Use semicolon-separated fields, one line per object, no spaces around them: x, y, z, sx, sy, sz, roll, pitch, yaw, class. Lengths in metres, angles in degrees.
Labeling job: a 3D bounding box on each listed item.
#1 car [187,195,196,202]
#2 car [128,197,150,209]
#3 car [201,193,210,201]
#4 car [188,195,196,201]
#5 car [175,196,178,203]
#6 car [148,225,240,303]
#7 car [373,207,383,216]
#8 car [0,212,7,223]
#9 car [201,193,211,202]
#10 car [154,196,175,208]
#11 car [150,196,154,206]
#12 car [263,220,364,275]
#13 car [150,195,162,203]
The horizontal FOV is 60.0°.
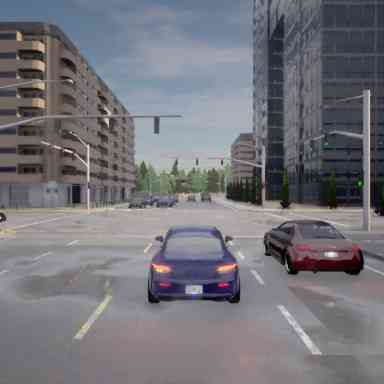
-0.144;1.540;77.420;2.033;1.411;5.357;0;0;1;car
-7.495;1.505;46.012;1.837;1.490;4.892;0;0;1;car
3.468;1.225;87.790;2.150;2.045;5.566;0;0;1;car
-0.033;1.525;87.763;2.128;1.511;4.902;0;0;1;car
-3.929;1.525;58.460;1.812;1.442;4.674;0;0;1;car
0.048;1.526;8.062;1.812;1.442;4.674;0;0;0;car
19.462;1.656;30.665;4.718;1.301;1.895;0;0;0;car
-15.348;1.619;23.368;4.181;1.385;1.994;0;0;4;car
3.358;1.355;77.627;2.097;1.767;4.553;0;0;1;car
-3.984;1.352;48.972;2.097;1.767;4.553;0;0;0;car
-7.455;1.564;54.906;1.994;1.385;4.181;0;0;2;car
3.557;1.564;10.484;1.994;1.385;4.181;0;0;0;car
-7.258;1.477;68.169;1.882;1.535;5.008;0;0;1;car
